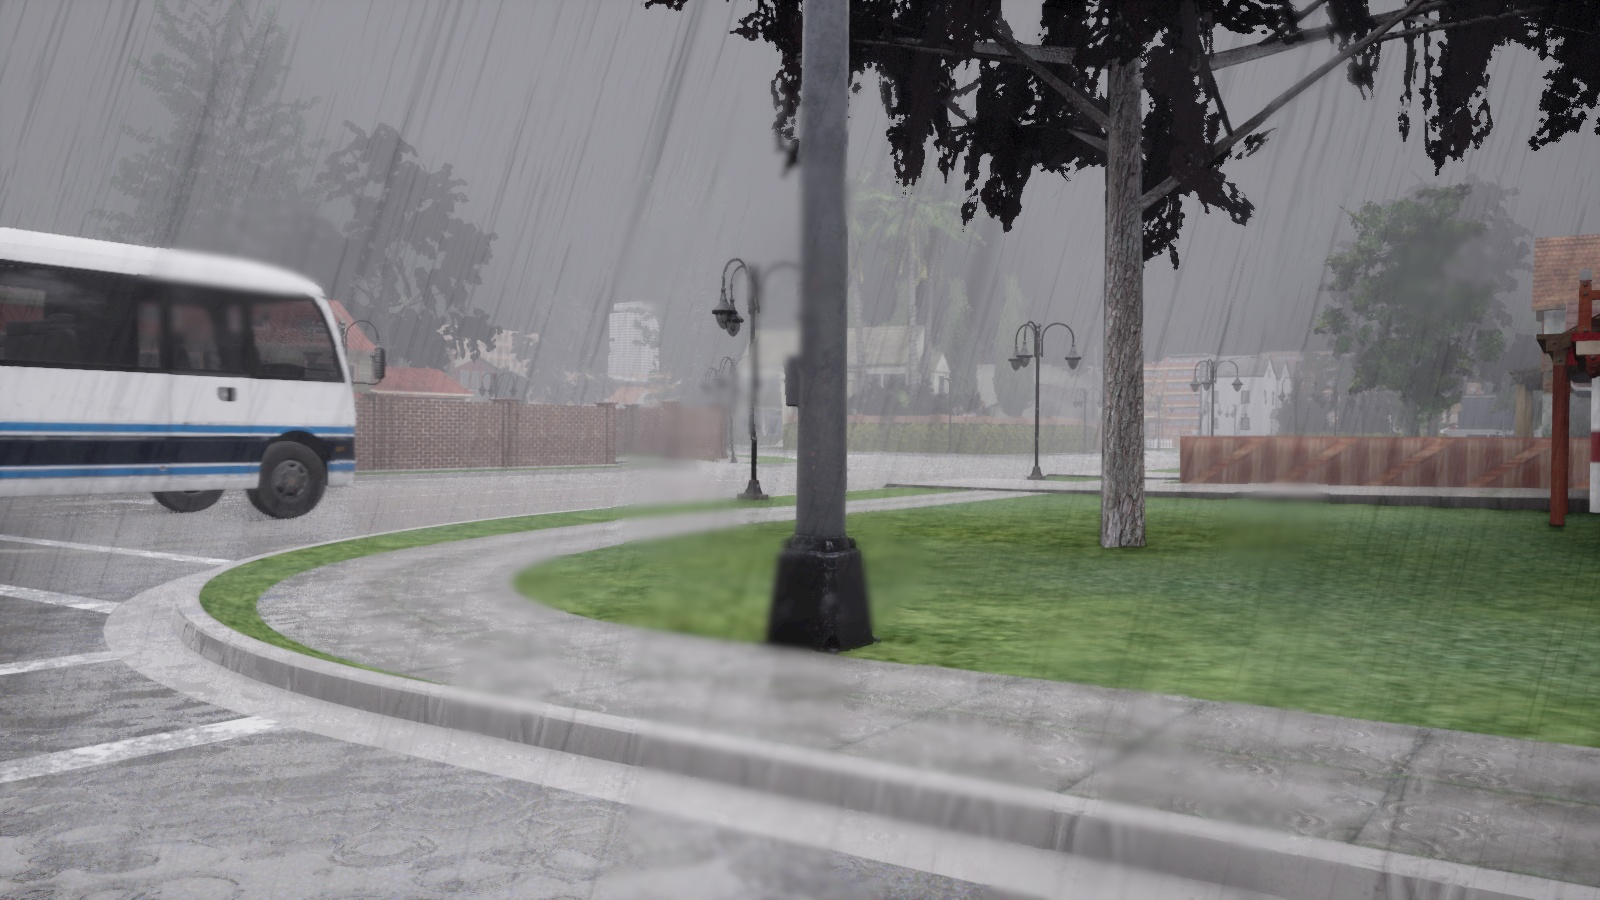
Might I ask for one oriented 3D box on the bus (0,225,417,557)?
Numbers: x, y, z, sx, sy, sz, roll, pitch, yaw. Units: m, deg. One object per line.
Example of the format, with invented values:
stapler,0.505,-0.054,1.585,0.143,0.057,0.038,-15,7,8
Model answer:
bus,-11.063,-0.797,18.617,3.944,4.253,10.273,0,1,31
